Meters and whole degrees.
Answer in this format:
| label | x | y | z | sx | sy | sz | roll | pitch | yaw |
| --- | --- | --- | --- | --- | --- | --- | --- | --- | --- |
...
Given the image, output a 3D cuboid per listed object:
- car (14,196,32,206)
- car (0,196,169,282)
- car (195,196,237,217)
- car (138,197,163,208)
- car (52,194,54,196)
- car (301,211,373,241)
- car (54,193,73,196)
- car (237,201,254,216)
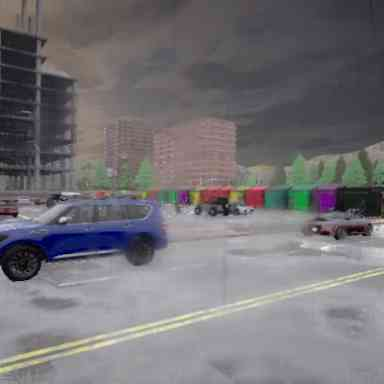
| label | x | y | z | sx | sy | sz | roll | pitch | yaw |
| --- | --- | --- | --- | --- | --- | --- | --- | --- | --- |
| car | -26.211 | 1.369 | 51.489 | 1.970 | 1.475 | 3.806 | 1 | 0 | -36 |
| car | -3.367 | 1.235 | 10.155 | 5.566 | 2.045 | 2.150 | 1 | 0 | -35 |
| car | 2.021 | 1.322 | 31.849 | 1.905 | 1.878 | 3.866 | 1 | 0 | -36 |
| car | -5.985 | 1.523 | 47.626 | 1.784 | 1.438 | 3.905 | 1 | 0 | -36 |
| car | -23.875 | 1.369 | 53.200 | 1.784 | 1.438 | 3.905 | 1 | 0 | -36 |
| car | 7.818 | 1.724 | 17.868 | 4.181 | 1.385 | 1.994 | 1 | 0 | -34 |
| car | -21.739 | 1.187 | 54.829 | 1.932 | 1.855 | 4.605 | 1 | 0 | -36 |
| car | 4.359 | 1.593 | 33.552 | 1.970 | 1.475 | 3.806 | 1 | 0 | -36 |
